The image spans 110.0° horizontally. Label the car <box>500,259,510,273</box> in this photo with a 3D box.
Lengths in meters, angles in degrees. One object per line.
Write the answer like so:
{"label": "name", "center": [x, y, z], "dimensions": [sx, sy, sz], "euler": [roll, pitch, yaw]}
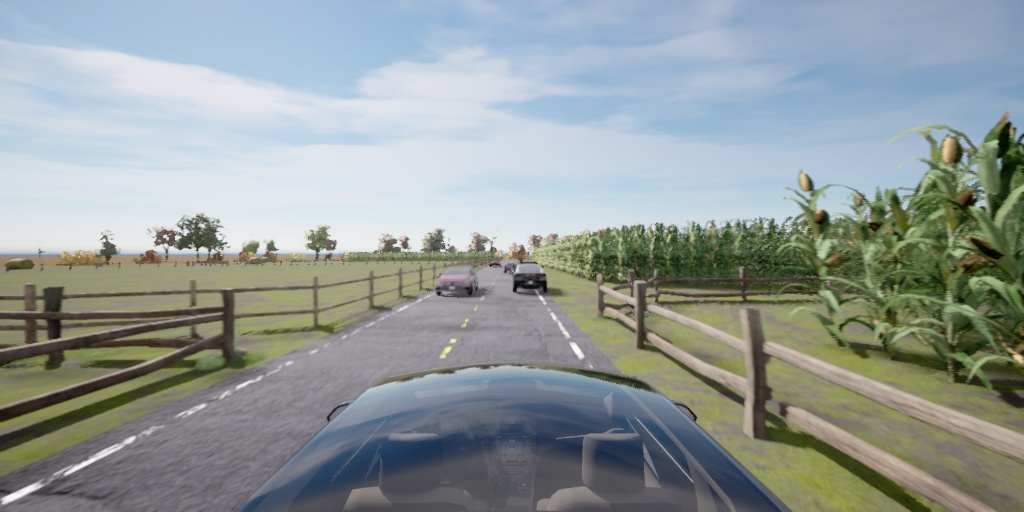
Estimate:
{"label": "car", "center": [0.026, 1.202, 41.800], "dimensions": [2.128, 1.511, 4.902], "euler": [0, 0, 0]}

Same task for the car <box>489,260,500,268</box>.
{"label": "car", "center": [-2.782, 1.297, 60.676], "dimensions": [1.895, 1.301, 4.718], "euler": [0, 0, 1]}

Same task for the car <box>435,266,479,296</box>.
{"label": "car", "center": [-2.853, 1.258, 19.417], "dimensions": [1.812, 1.442, 4.674], "euler": [0, 0, 0]}

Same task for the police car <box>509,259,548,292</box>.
{"label": "police car", "center": [0.965, 1.156, 21.071], "dimensions": [1.930, 1.638, 5.238], "euler": [0, 0, 0]}
